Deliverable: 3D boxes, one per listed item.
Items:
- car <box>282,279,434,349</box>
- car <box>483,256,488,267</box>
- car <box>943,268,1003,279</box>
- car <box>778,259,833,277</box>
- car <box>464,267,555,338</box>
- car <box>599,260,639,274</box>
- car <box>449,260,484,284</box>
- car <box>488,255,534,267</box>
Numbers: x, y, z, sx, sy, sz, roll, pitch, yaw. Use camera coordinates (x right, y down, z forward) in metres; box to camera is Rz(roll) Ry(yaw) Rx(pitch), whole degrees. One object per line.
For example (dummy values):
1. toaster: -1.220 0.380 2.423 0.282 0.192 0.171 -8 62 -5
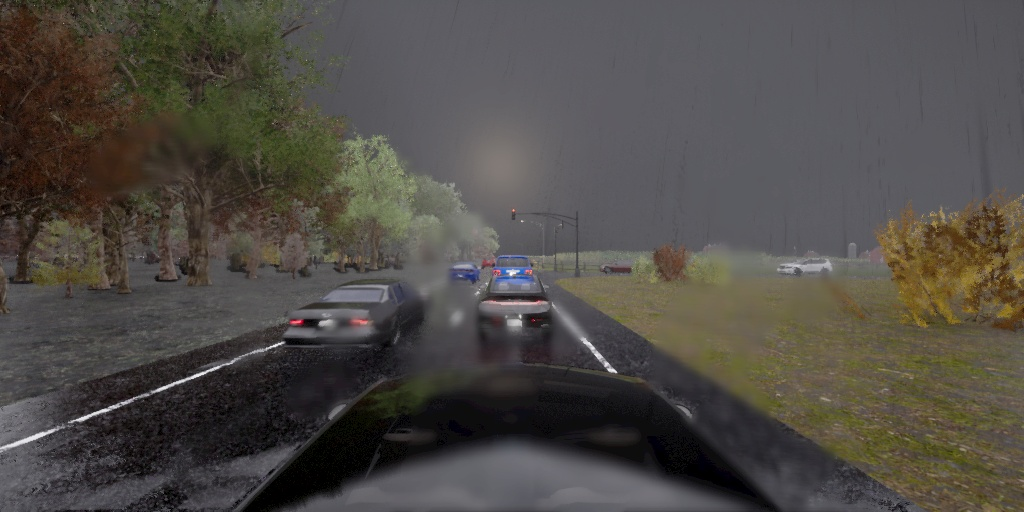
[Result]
1. car: -3.424 1.299 9.153 2.033 1.411 5.357 0 0 0
2. car: -3.599 0.979 57.827 2.150 2.045 5.566 0 0 0
3. car: 51.214 1.833 39.671 4.674 1.442 1.812 1 -1 1
4. car: 35.461 1.417 43.322 5.566 2.045 2.150 1 -1 0
5. car: 0.074 1.244 10.142 2.128 1.511 4.902 0 0 0
6. car: 12.918 1.306 43.569 4.553 1.767 2.097 1 -1 3
7. car: -3.489 1.233 27.073 1.882 1.535 5.008 0 0 0
8. car: 0.038 0.976 20.059 2.150 2.045 5.566 0 0 0
